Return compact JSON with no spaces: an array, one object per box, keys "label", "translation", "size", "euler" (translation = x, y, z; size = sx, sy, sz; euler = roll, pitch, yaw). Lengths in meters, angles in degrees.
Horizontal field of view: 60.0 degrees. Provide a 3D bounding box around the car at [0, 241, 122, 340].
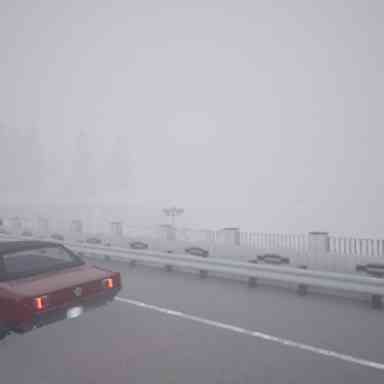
[{"label":"car","translation":[-3.673,1.656,6.609],"size":[4.718,1.301,1.895],"euler":[-1,0,35]}]
